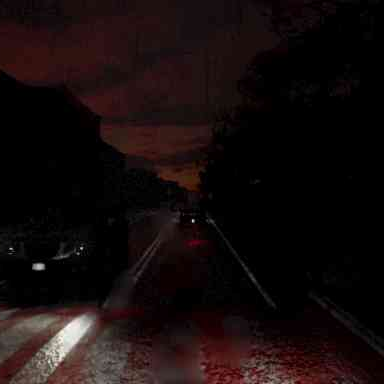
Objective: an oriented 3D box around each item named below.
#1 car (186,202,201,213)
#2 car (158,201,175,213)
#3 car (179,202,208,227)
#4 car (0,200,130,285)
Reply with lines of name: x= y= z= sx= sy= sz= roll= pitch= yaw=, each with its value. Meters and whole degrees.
car: x=0.188 y=1.987 z=42.911 sx=1.895 sy=1.301 sz=4.718 roll=0 pitch=-1 yaw=1
car: x=-3.242 y=1.910 z=42.756 sx=1.812 sy=1.442 sz=4.674 roll=0 pitch=-1 yaw=0
car: x=0.094 y=1.678 z=24.642 sx=1.837 sy=1.490 sz=4.892 roll=0 pitch=0 yaw=1
car: x=-3.327 y=1.291 z=10.018 sx=2.150 sy=2.045 sz=5.566 roll=0 pitch=0 yaw=0
